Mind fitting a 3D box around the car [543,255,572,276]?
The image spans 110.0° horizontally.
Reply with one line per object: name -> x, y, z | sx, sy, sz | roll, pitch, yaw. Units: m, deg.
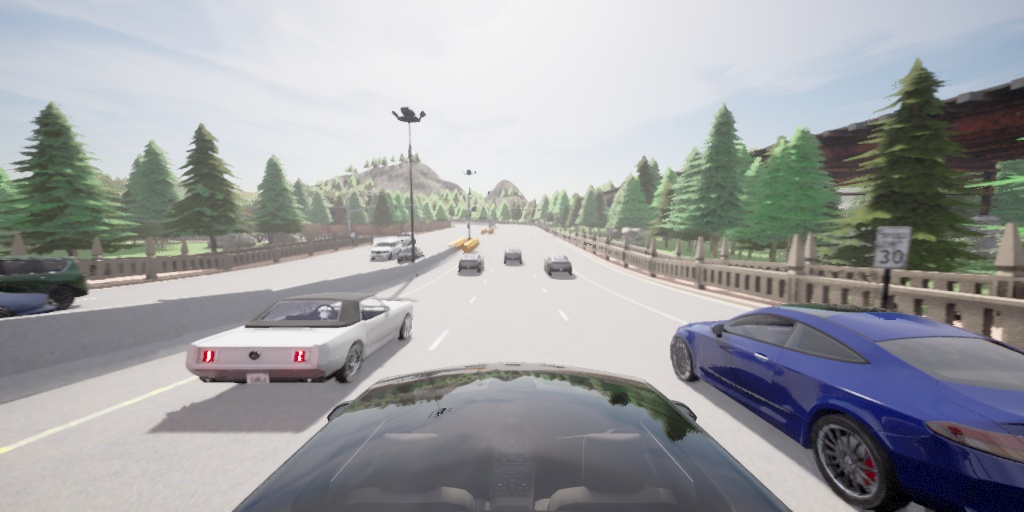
car -> 3.599, 0.630, 28.574 | 2.128, 1.511, 4.902 | 0, 4, 0

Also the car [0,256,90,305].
car -> -17.600, 1.003, 11.628 | 2.150, 2.045, 5.566 | 0, 0, 0

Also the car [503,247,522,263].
car -> 0.100, -0.188, 37.826 | 2.128, 1.511, 4.902 | 0, 6, 0

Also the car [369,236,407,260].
car -> -14.063, -0.746, 40.412 | 2.150, 2.045, 5.566 | 0, 7, 1

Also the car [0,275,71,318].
car -> -14.099, 1.319, 7.887 | 2.033, 1.411, 5.357 | 0, 0, 0

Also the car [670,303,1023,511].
car -> 3.601, 1.284, 4.198 | 1.812, 1.442, 4.674 | 0, 0, 0

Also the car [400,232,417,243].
car -> -17.413, -2.817, 59.359 | 2.150, 2.045, 5.566 | 0, 6, 0

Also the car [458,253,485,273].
car -> -3.401, 0.484, 30.541 | 2.128, 1.511, 4.902 | 0, 4, 0

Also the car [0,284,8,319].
car -> -10.599, 1.285, 4.515 | 1.812, 1.442, 4.674 | 0, 0, 0

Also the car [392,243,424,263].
car -> -10.583, -0.141, 37.516 | 1.837, 1.490, 4.892 | 0, 6, 0

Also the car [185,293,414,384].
car -> -3.399, 1.369, 7.031 | 1.895, 1.301, 4.718 | 0, 0, 0
